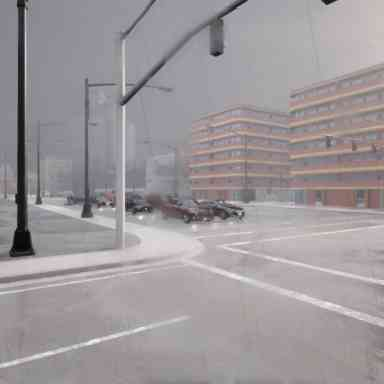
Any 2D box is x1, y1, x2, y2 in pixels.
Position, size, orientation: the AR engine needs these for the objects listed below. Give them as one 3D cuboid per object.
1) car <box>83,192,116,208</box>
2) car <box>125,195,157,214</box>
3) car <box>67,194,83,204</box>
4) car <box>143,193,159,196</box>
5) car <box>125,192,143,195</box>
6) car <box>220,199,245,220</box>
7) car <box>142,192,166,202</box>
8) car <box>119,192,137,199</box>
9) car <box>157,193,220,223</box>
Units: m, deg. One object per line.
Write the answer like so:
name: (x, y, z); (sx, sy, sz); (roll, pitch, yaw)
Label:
car: (-10.929, 1.069, 39.897); (2.128, 1.511, 4.902); (0, 1, -34)
car: (-5.231, 1.317, 31.541); (1.994, 1.385, 4.181); (0, 1, -34)
car: (-16.722, 0.996, 48.444); (1.895, 1.301, 4.718); (0, 1, -34)
car: (-2.810, 1.092, 34.203); (2.097, 1.767, 4.553); (0, 1, -34)
car: (-8.435, 1.129, 42.453); (1.994, 1.385, 4.181); (0, 1, -34)
car: (2.194, 1.357, 26.859); (2.128, 1.511, 4.902); (0, 1, -35)
car: (-6.832, 0.829, 59.068); (2.128, 1.511, 4.902); (0, 1, -34)
car: (-13.300, 0.683, 68.523); (1.837, 1.490, 4.892); (0, 0, -34)
car: (-0.371, 1.227, 24.412); (2.097, 1.767, 4.553); (0, 1, -34)
